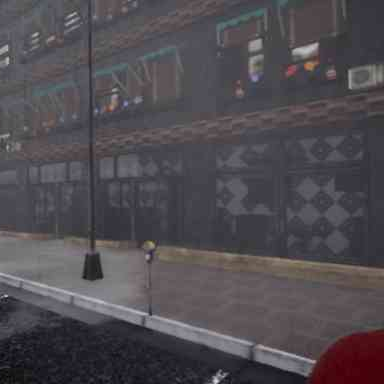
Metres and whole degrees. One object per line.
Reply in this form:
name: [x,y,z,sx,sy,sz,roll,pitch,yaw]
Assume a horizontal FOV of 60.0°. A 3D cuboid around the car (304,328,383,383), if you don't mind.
car: [2.787,1.302,0.904,5.009,1.841,2.192,0,-1,35]
